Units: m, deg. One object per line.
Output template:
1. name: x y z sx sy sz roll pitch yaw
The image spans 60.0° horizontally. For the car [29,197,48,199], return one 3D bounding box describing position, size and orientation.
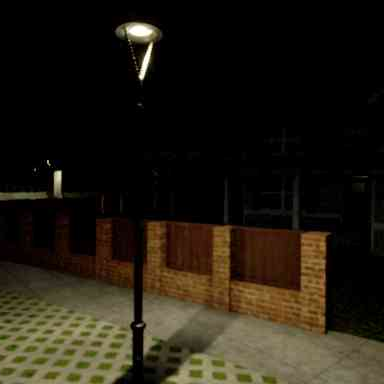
1. car: -11.448 1.087 24.662 2.033 1.411 5.357 1 2 39
